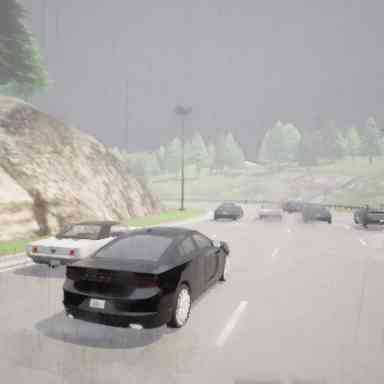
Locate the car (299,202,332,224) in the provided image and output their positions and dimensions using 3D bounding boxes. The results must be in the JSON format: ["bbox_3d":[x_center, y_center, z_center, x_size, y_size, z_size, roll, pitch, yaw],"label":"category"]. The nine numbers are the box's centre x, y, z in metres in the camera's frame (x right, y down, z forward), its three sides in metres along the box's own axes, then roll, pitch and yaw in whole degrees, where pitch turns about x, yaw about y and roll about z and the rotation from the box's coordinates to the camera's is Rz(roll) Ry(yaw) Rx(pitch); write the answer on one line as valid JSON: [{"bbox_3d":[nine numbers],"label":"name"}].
[{"bbox_3d":[9.751,1.662,26.223,1.994,1.385,4.181,0,0,16],"label":"car"}]

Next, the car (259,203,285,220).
[{"bbox_3d":[6.920,1.696,29.124,1.895,1.301,4.718,0,0,15],"label":"car"}]

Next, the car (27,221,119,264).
[{"bbox_3d":[-2.893,1.617,10.992,1.895,1.301,4.718,0,0,20],"label":"car"}]

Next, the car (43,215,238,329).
[{"bbox_3d":[-0.541,1.493,7.197,1.882,1.535,5.008,0,0,20],"label":"car"}]

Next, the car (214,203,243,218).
[{"bbox_3d":[3.177,1.644,28.497,1.994,1.385,4.181,0,0,16],"label":"car"}]

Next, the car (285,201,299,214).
[{"bbox_3d":[11.429,1.696,37.516,1.994,1.385,4.181,0,0,2],"label":"car"}]

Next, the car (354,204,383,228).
[{"bbox_3d":[12.366,1.590,22.682,2.128,1.511,4.902,0,0,17],"label":"car"}]
